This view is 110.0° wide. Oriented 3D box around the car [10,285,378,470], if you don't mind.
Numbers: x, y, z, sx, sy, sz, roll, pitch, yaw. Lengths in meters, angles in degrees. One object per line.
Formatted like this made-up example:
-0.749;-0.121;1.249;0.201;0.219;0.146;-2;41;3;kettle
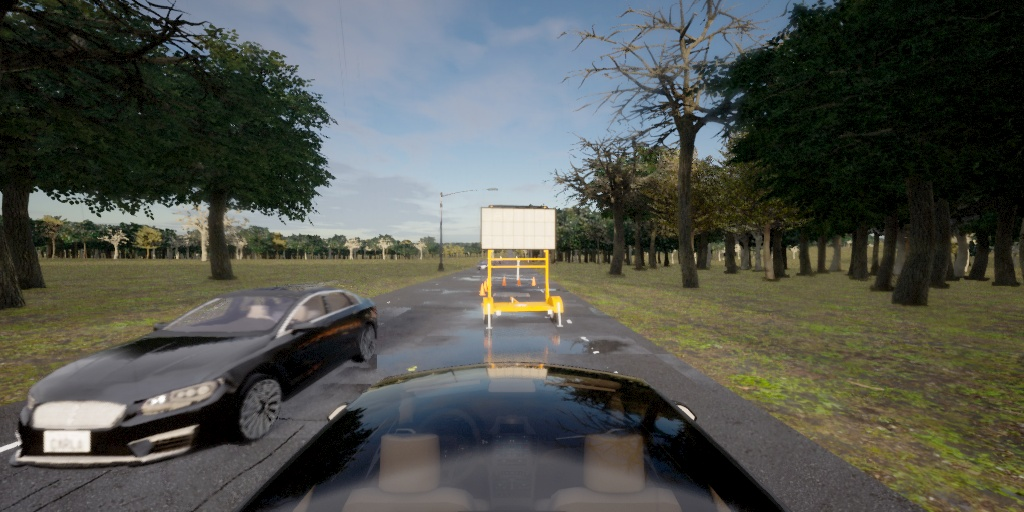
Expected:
-3.606;1.240;5.354;2.128;1.511;4.902;0;0;0;car

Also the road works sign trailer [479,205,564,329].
0.180;0.211;11.369;2.380;3.560;2.880;0;0;-8;road works sign trailer

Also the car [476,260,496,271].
-3.671;1.273;48.253;2.128;1.511;4.902;0;0;0;car
